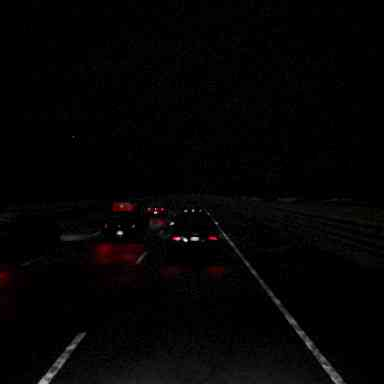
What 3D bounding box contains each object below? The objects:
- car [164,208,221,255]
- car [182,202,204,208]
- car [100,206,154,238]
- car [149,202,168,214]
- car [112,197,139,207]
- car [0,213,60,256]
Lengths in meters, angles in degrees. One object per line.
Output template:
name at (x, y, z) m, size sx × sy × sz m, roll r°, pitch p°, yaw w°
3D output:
car at (0.095, 1.579, 13.326) m, size 2.033 × 1.411 × 5.357 m, roll 0°, pitch 0°, yaw 0°
car at (0.095, 1.630, 30.110) m, size 2.033 × 1.411 × 5.357 m, roll 0°, pitch 0°, yaw 0°
car at (-3.404, 1.646, 17.951) m, size 1.895 × 1.301 × 4.718 m, roll 0°, pitch 0°, yaw 0°
car at (-3.399, 1.681, 33.536) m, size 1.895 × 1.301 × 4.718 m, roll 1°, pitch -1°, yaw 0°
car at (-6.902, 1.429, 34.899) m, size 2.097 × 1.767 × 4.553 m, roll 1°, pitch -1°, yaw 0°
car at (-6.909, 1.557, 13.220) m, size 1.812 × 1.442 × 4.674 m, roll 0°, pitch 0°, yaw 0°
